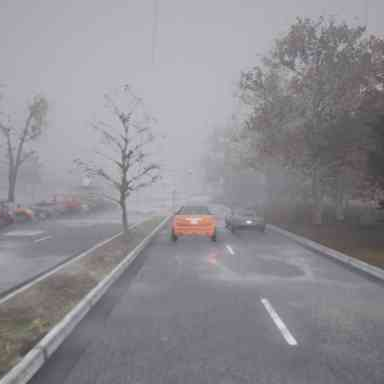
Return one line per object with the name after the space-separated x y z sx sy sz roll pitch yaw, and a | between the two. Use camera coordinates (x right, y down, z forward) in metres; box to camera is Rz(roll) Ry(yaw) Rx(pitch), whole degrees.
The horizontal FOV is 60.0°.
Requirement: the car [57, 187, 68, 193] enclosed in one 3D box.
-31.193 -0.009 80.037 2.435 2.045 5.566 6 -3 -19 | car

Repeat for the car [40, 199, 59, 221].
-13.814 1.586 27.248 4.892 1.521 2.231 -1 -1 -20 | car

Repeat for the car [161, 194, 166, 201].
-10.839 1.806 92.100 5.366 1.575 1.946 -1 -1 -15 | car

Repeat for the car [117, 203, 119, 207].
-13.647 1.644 51.300 4.553 1.767 2.185 -1 0 -19 | car

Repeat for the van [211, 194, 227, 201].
7.244 1.531 91.713 4.442 1.987 1.878 1 0 -14 | van

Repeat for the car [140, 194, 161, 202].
-11.482 1.830 89.107 4.792 1.488 2.163 -1 0 -15 | car

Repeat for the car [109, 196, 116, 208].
-13.735 1.470 45.287 5.566 2.045 2.435 -1 -1 -20 | car

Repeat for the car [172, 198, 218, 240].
0.095 1.389 17.189 2.097 1.767 4.553 0 0 0 | car

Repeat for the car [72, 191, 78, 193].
-28.198 0.553 79.975 2.002 1.452 4.674 6 -3 -19 | car

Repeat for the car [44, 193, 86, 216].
-13.832 1.377 33.237 5.566 2.045 2.435 -1 0 -20 | car

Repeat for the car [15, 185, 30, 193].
-40.232 -0.574 80.087 2.231 1.521 4.892 6 -3 -19 | car

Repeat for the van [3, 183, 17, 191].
-43.177 -1.073 80.029 1.878 1.987 4.442 6 -3 -19 | van

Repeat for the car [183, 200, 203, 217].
0.097 1.651 34.481 1.837 1.490 4.892 0 -1 0 | car

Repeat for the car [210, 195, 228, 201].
7.626 1.648 94.682 4.553 1.767 2.185 1 -1 -14 | car

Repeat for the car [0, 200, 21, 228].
-13.780 1.420 21.253 4.553 1.767 2.185 -1 0 -20 | car

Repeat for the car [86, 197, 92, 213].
-13.973 1.650 36.185 5.366 1.575 1.946 -1 0 -20 | car

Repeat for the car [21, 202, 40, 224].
-13.841 1.439 24.239 4.553 1.767 2.185 -1 -1 -20 | car

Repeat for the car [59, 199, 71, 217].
-13.831 1.635 30.232 4.792 1.488 2.163 -1 0 -20 | car

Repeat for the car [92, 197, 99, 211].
-13.785 1.715 39.252 4.674 1.452 2.002 -1 0 -20 | car

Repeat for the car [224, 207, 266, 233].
3.095 1.613 20.065 1.994 1.385 4.181 0 0 0 | car

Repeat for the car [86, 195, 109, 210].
-13.806 1.447 42.251 5.566 2.045 2.435 -1 0 -20 | car

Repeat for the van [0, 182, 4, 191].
-46.193 -1.346 80.058 1.878 1.987 4.442 6 -3 -19 | van
